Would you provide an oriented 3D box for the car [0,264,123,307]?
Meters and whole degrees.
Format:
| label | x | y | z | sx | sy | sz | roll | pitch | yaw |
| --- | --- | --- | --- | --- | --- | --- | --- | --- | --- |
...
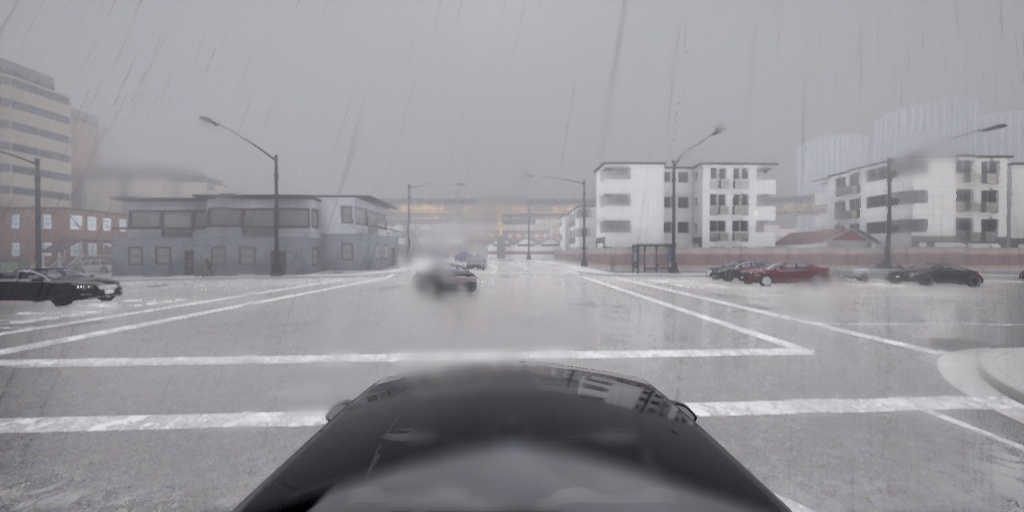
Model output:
| label | x | y | z | sx | sy | sz | roll | pitch | yaw |
| --- | --- | --- | --- | --- | --- | --- | --- | --- | --- |
| car | -19.168 | 1.244 | 14.831 | 4.902 | 1.511 | 2.128 | -1 | 0 | -1 |

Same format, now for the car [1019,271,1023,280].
| label | x | y | z | sx | sy | sz | roll | pitch | yaw |
| --- | --- | --- | --- | --- | --- | --- | --- | --- | --- |
| car | 38.337 | 1.144 | 24.755 | 4.181 | 1.385 | 1.994 | 0 | 0 | 8 |

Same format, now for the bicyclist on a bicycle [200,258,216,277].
| label | x | y | z | sx | sy | sz | roll | pitch | yaw |
| --- | --- | --- | --- | --- | --- | --- | --- | --- | --- |
| bicyclist on a bicycle | -26.405 | 1.020 | 31.135 | 0.582 | 1.620 | 1.656 | -1 | 1 | -1 |

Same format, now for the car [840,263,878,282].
| label | x | y | z | sx | sy | sz | roll | pitch | yaw |
| --- | --- | --- | --- | --- | --- | --- | --- | --- | --- |
| car | 25.892 | 1.170 | 25.557 | 4.718 | 1.301 | 1.895 | 0 | 0 | 2 |

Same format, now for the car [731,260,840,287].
| label | x | y | z | sx | sy | sz | roll | pitch | yaw |
| --- | --- | --- | --- | --- | --- | --- | --- | --- | --- |
| car | 16.860 | 1.069 | 22.315 | 5.008 | 1.535 | 1.882 | 0 | 0 | 1 |

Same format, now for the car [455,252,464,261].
| label | x | y | z | sx | sy | sz | roll | pitch | yaw |
| --- | --- | --- | --- | --- | --- | --- | --- | --- | --- |
| car | -7.447 | 0.145 | 55.890 | 1.882 | 1.535 | 5.008 | 0 | 2 | -23 |

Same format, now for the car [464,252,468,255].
| label | x | y | z | sx | sy | sz | roll | pitch | yaw |
| --- | --- | --- | --- | --- | --- | --- | --- | --- | --- |
| car | -4.871 | 0.510 | 47.633 | 1.994 | 1.385 | 4.181 | 0 | 2 | -13 |

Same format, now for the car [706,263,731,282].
| label | x | y | z | sx | sy | sz | roll | pitch | yaw |
| --- | --- | --- | --- | --- | --- | --- | --- | --- | --- |
| car | 16.619 | 1.055 | 25.817 | 4.902 | 1.511 | 2.128 | 0 | 0 | 1 |

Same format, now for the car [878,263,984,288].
| label | x | y | z | sx | sy | sz | roll | pitch | yaw |
| --- | --- | --- | --- | --- | --- | --- | --- | --- | --- |
| car | 25.849 | 1.161 | 22.031 | 4.181 | 1.385 | 1.994 | 0 | 0 | 3 |

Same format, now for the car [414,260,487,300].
| label | x | y | z | sx | sy | sz | roll | pitch | yaw |
| --- | --- | --- | --- | --- | --- | --- | --- | --- | --- |
| car | -3.310 | 1.146 | 17.302 | 2.128 | 1.511 | 4.902 | 0 | 0 | -30 |

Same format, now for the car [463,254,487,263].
| label | x | y | z | sx | sy | sz | roll | pitch | yaw |
| --- | --- | --- | --- | --- | --- | --- | --- | --- | --- |
| car | -3.660 | 0.772 | 38.480 | 2.033 | 1.411 | 5.357 | 0 | 2 | 0 |
